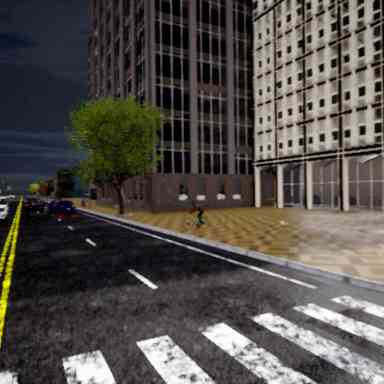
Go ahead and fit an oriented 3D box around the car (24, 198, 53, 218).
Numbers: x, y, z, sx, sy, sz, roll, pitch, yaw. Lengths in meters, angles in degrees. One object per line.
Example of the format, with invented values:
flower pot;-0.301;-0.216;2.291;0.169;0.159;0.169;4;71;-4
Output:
car;-15.244;1.664;32.776;2.128;1.511;4.902;-1;0;-27

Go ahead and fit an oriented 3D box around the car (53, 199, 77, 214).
car;-14.519;1.691;38.306;1.812;1.442;4.674;-1;0;-27

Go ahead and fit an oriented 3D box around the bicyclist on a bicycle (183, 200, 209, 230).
bicyclist on a bicycle;0.230;1.300;18.658;1.656;1.620;0.582;-1;0;-27

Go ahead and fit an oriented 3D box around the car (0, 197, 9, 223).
car;-16.203;1.404;27.061;2.150;2.045;5.566;-1;0;-27

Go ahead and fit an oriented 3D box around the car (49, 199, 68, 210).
car;-19.047;1.763;47.225;2.033;1.411;5.357;-1;0;-27
